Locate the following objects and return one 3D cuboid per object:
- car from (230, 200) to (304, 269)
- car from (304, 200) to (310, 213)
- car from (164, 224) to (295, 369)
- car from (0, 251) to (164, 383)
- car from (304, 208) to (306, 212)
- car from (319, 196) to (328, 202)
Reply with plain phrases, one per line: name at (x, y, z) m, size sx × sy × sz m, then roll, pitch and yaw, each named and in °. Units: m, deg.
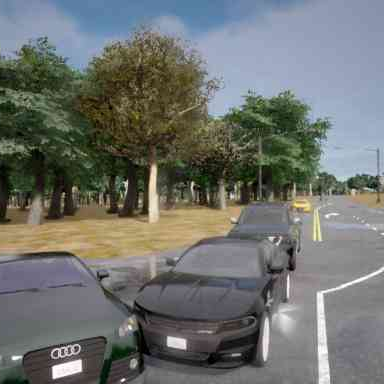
car at (2.828, 1.460, 12.451) m, size 2.150 × 2.045 × 5.566 m, roll -2°, pitch 0°, yaw 20°
car at (13.452, 1.702, 40.804) m, size 1.882 × 1.535 × 5.008 m, roll -1°, pitch 0°, yaw 22°
car at (0.720, 1.614, 6.306) m, size 1.882 × 1.535 × 5.008 m, roll -1°, pitch -2°, yaw 21°
car at (-2.323, 1.643, 5.002) m, size 1.994 × 1.385 × 4.181 m, roll 2°, pitch -2°, yaw -33°
car at (5.043, 1.775, 18.359) m, size 1.895 × 1.301 × 4.718 m, roll -1°, pitch 0°, yaw 21°
car at (32.442, 1.618, 82.010) m, size 1.812 × 1.442 × 4.674 m, roll -1°, pitch 0°, yaw 22°
